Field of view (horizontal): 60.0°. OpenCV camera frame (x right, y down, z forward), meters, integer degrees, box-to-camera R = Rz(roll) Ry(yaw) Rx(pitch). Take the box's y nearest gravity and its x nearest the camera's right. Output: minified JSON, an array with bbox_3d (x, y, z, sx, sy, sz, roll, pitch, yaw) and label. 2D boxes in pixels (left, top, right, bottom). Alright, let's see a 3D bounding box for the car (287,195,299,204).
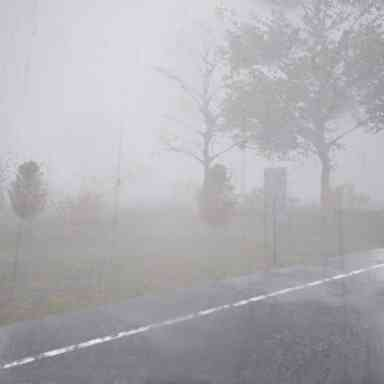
[{"bbox_3d":[14.781,1.145,52.734,1.812,1.442,4.674,-1,1,-35],"label":"car"}]
